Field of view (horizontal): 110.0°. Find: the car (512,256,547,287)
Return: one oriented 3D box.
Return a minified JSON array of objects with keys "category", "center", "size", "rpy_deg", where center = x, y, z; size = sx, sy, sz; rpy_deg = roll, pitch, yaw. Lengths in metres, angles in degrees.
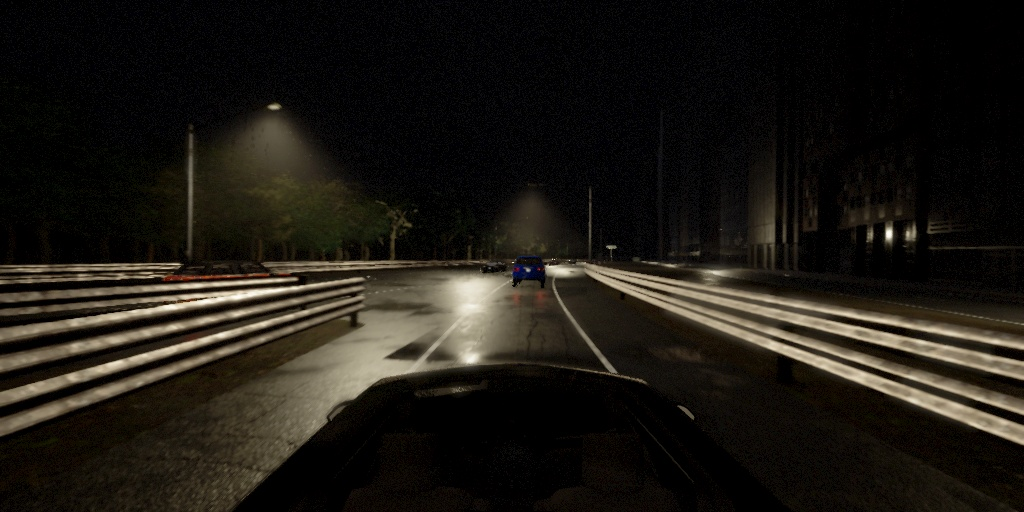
[{"category":"car","center":[1.295,1.011,25.508],"size":[2.150,2.045,5.566],"rpy_deg":[0,0,6]}]

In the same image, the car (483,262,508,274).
[{"category":"car","center":[-1.937,1.360,42.343],"size":[1.994,1.385,4.181],"rpy_deg":[1,0,17]}]

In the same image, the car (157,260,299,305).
[{"category":"car","center":[-10.470,0.959,13.888],"size":[2.097,1.767,4.553],"rpy_deg":[0,0,17]}]
